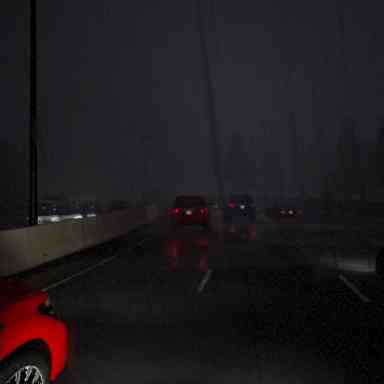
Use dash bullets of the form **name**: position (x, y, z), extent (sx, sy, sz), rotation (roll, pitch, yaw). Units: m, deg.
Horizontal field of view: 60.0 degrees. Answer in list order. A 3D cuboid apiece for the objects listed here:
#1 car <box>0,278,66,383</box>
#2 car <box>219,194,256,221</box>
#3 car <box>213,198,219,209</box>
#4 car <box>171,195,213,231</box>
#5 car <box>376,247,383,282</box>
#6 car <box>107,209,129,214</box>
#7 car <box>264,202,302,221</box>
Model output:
- **car**: position (-2.822, 1.222, 1.266), extent (2.150, 2.045, 5.566), rotation (0, 0, 12)
- **car**: position (3.732, 1.207, 27.023), extent (2.150, 2.045, 5.566), rotation (0, 0, 0)
- **car**: position (2.576, 1.487, 42.368), extent (1.837, 1.490, 4.892), rotation (0, 0, -8)
- **car**: position (0.033, 1.213, 20.612), extent (2.150, 2.045, 5.566), rotation (0, 0, 4)
- **car**: position (5.338, 1.523, 6.611), extent (1.812, 1.442, 4.674), rotation (0, 0, 10)
- **car**: position (-7.109, 1.494, 32.515), extent (1.837, 1.490, 4.892), rotation (0, 0, -3)
- **car**: position (7.234, 1.536, 26.747), extent (2.033, 1.411, 5.357), rotation (0, 0, 0)
